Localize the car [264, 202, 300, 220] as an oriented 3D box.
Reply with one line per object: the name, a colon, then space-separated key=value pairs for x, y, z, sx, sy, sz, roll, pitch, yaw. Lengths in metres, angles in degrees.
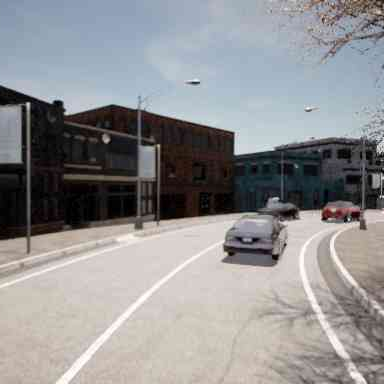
car: x=7.249 y=1.578 z=27.735 sx=1.882 sy=1.535 sz=5.008 roll=1 pitch=0 yaw=42

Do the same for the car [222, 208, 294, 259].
car: x=2.644 y=1.594 z=13.002 sx=2.033 sy=1.411 sz=5.357 roll=1 pitch=0 yaw=20

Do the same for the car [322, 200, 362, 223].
car: x=12.946 y=1.573 z=28.367 sx=2.097 sy=1.767 sz=4.553 roll=2 pitch=1 yaw=45
